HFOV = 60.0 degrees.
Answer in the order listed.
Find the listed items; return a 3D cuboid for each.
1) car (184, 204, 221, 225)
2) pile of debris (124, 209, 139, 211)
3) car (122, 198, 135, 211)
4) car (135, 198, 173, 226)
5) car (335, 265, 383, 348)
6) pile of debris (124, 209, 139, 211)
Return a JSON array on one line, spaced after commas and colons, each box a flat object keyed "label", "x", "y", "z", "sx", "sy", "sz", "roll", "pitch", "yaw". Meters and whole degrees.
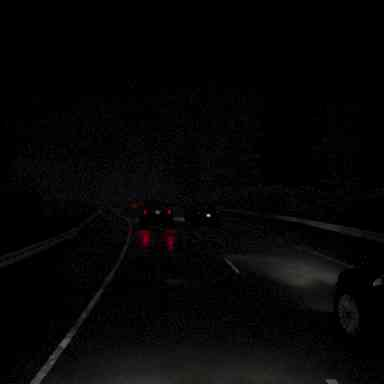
[{"label": "car", "x": 0.694, "y": 1.563, "z": 24.502, "sx": 1.994, "sy": 1.385, "sz": 4.181, "roll": 0, "pitch": 0, "yaw": -12}, {"label": "pile of debris", "x": -7.327, "y": 2.190, "z": 40.207, "sx": 1.500, "sy": 0.140, "sz": 1.860, "roll": 0, "pitch": 0, "yaw": -18}, {"label": "car", "x": -7.355, "y": 1.492, "z": 40.540, "sx": 1.882, "sy": 1.535, "sz": 5.008, "roll": 0, "pitch": 0, "yaw": -18}, {"label": "car", "x": -2.648, "y": 1.357, "z": 23.410, "sx": 2.097, "sy": 1.767, "sz": 4.553, "roll": 0, "pitch": 0, "yaw": -12}, {"label": "car", "x": 3.360, "y": 1.485, "z": 3.656, "sx": 2.128, "sy": 1.511, "sz": 4.902, "roll": 0, "pitch": 0, "yaw": -2}, {"label": "pile of debris", "x": -7.327, "y": 2.190, "z": 40.207, "sx": 1.500, "sy": 0.140, "sz": 1.860, "roll": 0, "pitch": 0, "yaw": -18}]
